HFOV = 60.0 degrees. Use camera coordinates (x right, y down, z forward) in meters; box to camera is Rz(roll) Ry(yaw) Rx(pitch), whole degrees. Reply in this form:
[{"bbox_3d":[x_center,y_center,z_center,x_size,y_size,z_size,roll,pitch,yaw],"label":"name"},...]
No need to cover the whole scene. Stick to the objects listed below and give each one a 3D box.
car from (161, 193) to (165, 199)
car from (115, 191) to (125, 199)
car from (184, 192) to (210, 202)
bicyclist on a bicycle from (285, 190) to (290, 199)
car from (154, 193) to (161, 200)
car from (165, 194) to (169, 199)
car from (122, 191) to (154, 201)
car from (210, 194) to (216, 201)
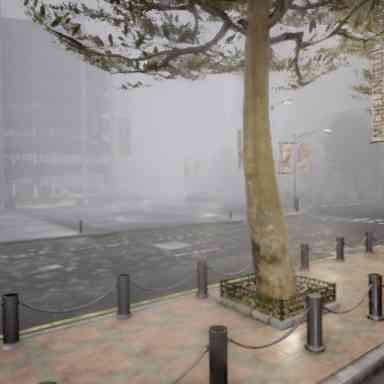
[{"bbox_3d":[-9.049,0.954,74.910,4.674,1.442,1.812,0,1,25],"label":"car"},{"bbox_3d":[-18.351,1.063,78.469,4.718,1.301,1.895,-1,1,11],"label":"car"},{"bbox_3d":[0.412,0.998,56.913,1.812,1.442,4.674,-1,1,-38],"label":"car"},{"bbox_3d":[18.142,0.484,63.229,1.656,1.620,0.582,-2,1,-37],"label":"bicyclist on a bicycle"},{"bbox_3d":[-9.469,1.023,71.142,4.181,1.385,1.994,0,1,33],"label":"car"},{"bbox_3d":[-7.860,0.909,78.219,4.902,1.511,2.128,0,1,25],"label":"car"},{"bbox_3d":[-11.043,1.062,68.054,5.357,1.411,2.033,0,1,29],"label":"car"},{"bbox_3d":[2.274,0.769,60.296,2.097,1.767,4.553,-1,1,-37],"label":"car"}]
